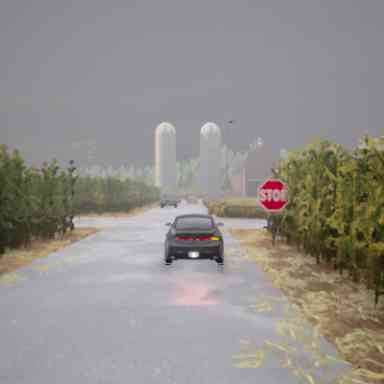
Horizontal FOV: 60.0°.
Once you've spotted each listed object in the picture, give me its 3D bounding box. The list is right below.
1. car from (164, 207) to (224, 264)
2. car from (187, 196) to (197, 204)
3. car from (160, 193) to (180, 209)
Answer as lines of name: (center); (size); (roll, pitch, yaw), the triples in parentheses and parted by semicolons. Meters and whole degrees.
car: (0.090, 1.521, 11.880); (1.837, 1.490, 4.892); (0, 0, 1)
car: (0.015, 1.458, 63.102); (1.882, 1.535, 5.008); (0, 0, 0)
car: (-3.176, 1.196, 46.299); (2.150, 2.045, 5.566); (0, 0, 0)
